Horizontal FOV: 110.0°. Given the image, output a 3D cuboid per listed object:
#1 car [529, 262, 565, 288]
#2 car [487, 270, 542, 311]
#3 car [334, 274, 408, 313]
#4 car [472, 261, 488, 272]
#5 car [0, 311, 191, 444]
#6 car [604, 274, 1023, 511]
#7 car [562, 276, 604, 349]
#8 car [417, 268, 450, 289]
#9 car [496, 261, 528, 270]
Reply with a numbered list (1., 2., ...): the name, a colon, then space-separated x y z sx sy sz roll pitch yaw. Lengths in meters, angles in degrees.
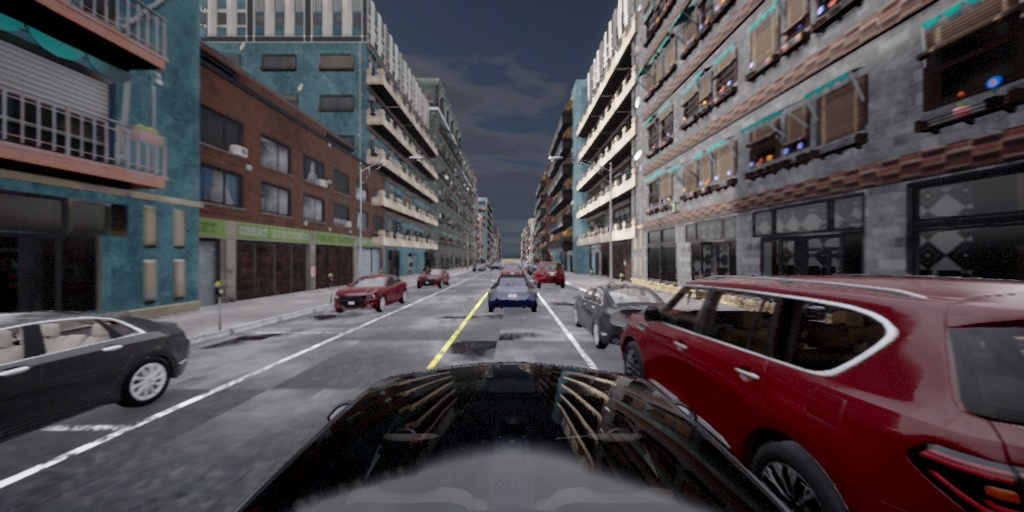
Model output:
1. car: 2.697 1.347 26.310 2.192 1.841 5.009 0 0 0
2. car: 0.031 1.468 15.292 1.994 1.385 4.181 0 -1 0
3. car: -5.688 1.445 14.947 1.888 1.381 4.507 0 0 0
4. car: -5.672 2.008 60.422 1.948 1.339 4.313 0 0 0
5. car: -5.691 1.321 3.579 2.007 1.370 4.403 0 0 0
6. car: 2.689 1.086 3.573 2.192 1.841 5.009 0 0 0
7. car: 2.692 1.385 9.257 2.007 1.370 4.403 0 0 0
8. car: -5.684 1.577 26.316 1.888 1.381 4.507 0 0 0
9. car: 0.033 1.430 30.218 2.097 1.767 4.553 0 -1 0
